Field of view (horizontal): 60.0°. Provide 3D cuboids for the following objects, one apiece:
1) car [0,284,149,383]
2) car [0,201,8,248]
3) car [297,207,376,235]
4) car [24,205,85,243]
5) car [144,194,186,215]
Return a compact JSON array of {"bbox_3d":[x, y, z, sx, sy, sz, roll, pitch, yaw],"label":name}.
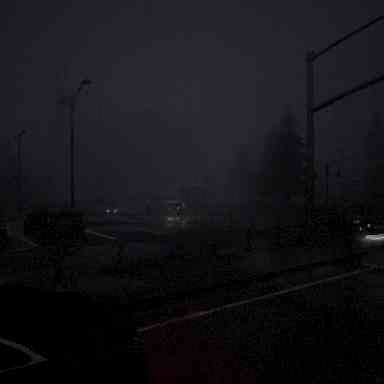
[{"bbox_3d":[-2.632,1.491,2.050,4.902,1.511,2.128,0,0,-35],"label":"car"},{"bbox_3d":[-8.901,1.331,13.414,2.152,1.636,5.027,0,0,-36],"label":"car"},{"bbox_3d":[8.143,1.564,19.031,1.994,1.385,4.181,0,0,-33],"label":"car"},{"bbox_3d":[-6.392,1.340,15.297,2.007,1.523,4.514,0,0,-36],"label":"car"},{"bbox_3d":[-2.910,1.221,34.309,2.150,2.045,5.566,0,0,-36],"label":"car"}]
